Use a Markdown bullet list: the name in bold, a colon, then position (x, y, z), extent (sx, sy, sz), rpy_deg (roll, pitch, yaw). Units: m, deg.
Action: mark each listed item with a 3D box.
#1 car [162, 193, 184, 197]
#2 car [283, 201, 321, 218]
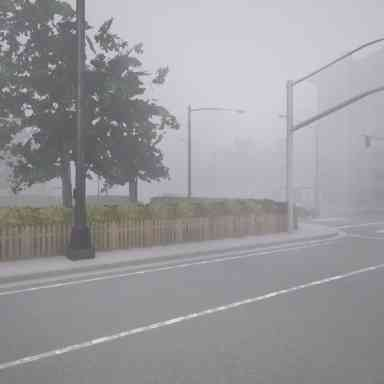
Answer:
- **car**: position (-2.338, 1.221, 47.233), extent (2.150, 2.045, 5.566), rpy_deg (0, 0, -35)
- **car**: position (9.368, 1.526, 30.313), extent (1.812, 1.442, 4.674), rpy_deg (0, 0, -35)
